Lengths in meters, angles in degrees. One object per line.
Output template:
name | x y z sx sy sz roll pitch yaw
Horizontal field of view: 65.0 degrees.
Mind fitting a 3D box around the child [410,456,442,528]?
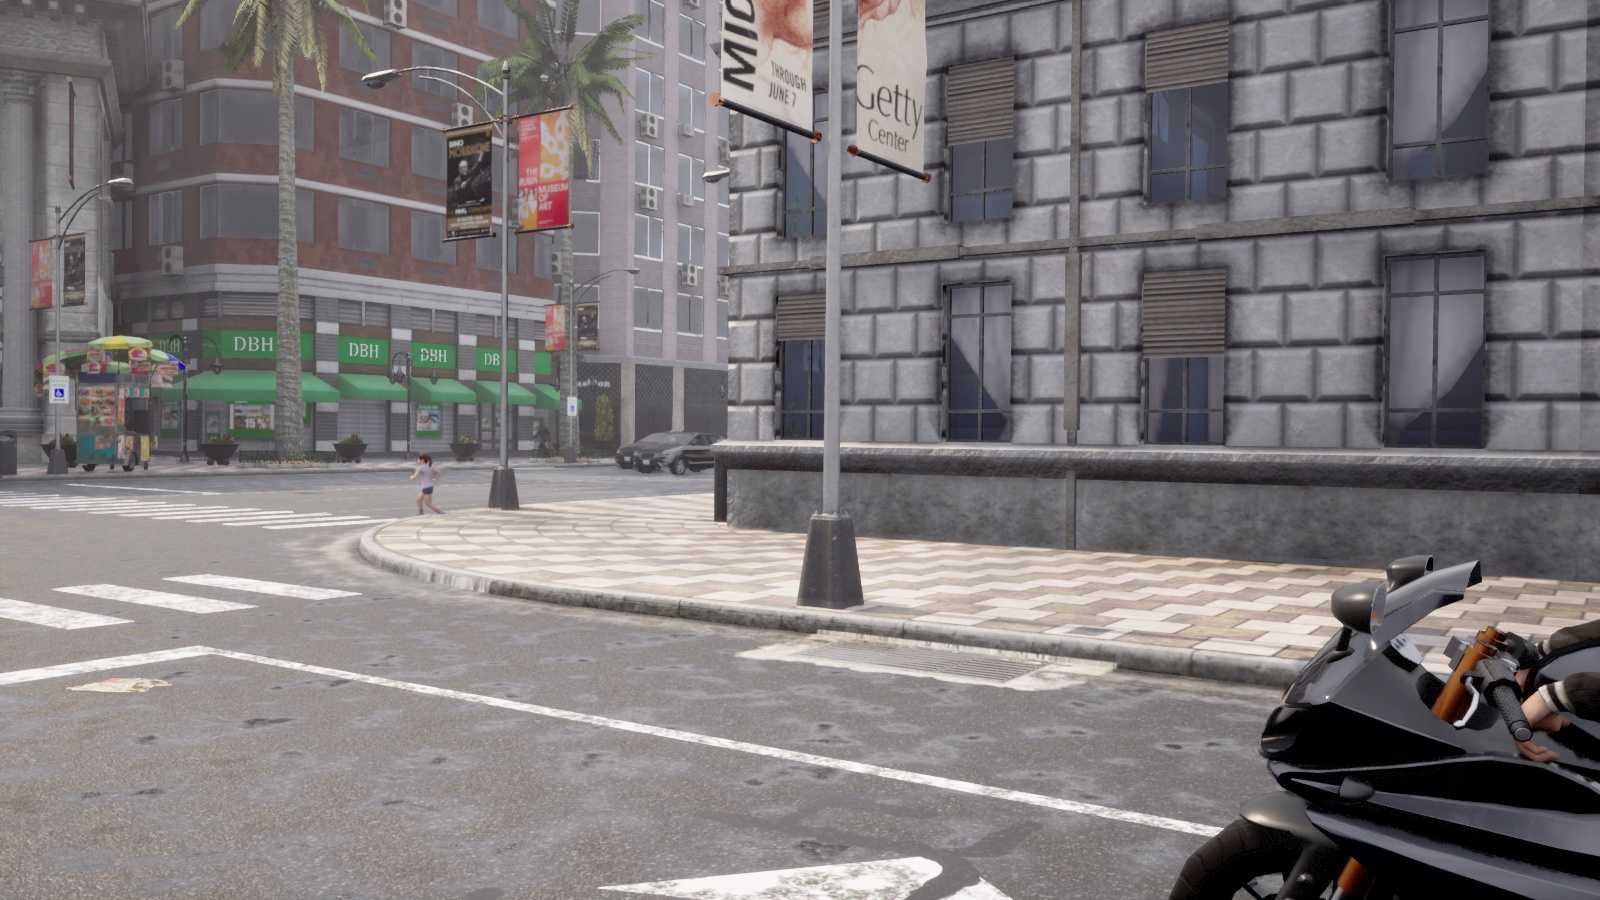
child | -5.853 0.652 19.659 0.394 1.110 0.255 0 1 4

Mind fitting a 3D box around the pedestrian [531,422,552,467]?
pedestrian | -11.329 -0.260 54.969 0.423 1.949 0.788 0 1 41

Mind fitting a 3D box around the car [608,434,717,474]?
car | -5.269 0.131 48.479 1.816 1.474 4.193 0 1 36

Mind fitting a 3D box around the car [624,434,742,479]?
car | -4.047 0.180 44.083 1.816 1.474 4.193 0 1 35

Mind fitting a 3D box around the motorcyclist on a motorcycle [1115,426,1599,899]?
motorcyclist on a motorcycle | 1.824 0.717 2.412 2.191 1.530 0.866 0 1 34
